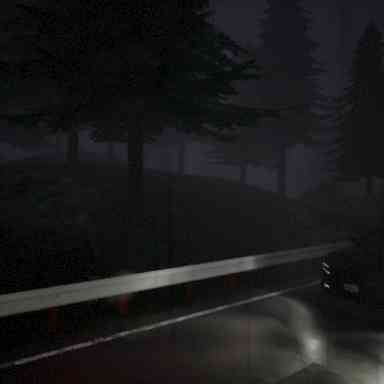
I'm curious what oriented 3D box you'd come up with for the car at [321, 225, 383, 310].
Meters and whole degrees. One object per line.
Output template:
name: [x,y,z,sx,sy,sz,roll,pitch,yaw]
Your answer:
car: [4.930,1.469,7.490,5.008,1.535,1.882,0,0,-35]
